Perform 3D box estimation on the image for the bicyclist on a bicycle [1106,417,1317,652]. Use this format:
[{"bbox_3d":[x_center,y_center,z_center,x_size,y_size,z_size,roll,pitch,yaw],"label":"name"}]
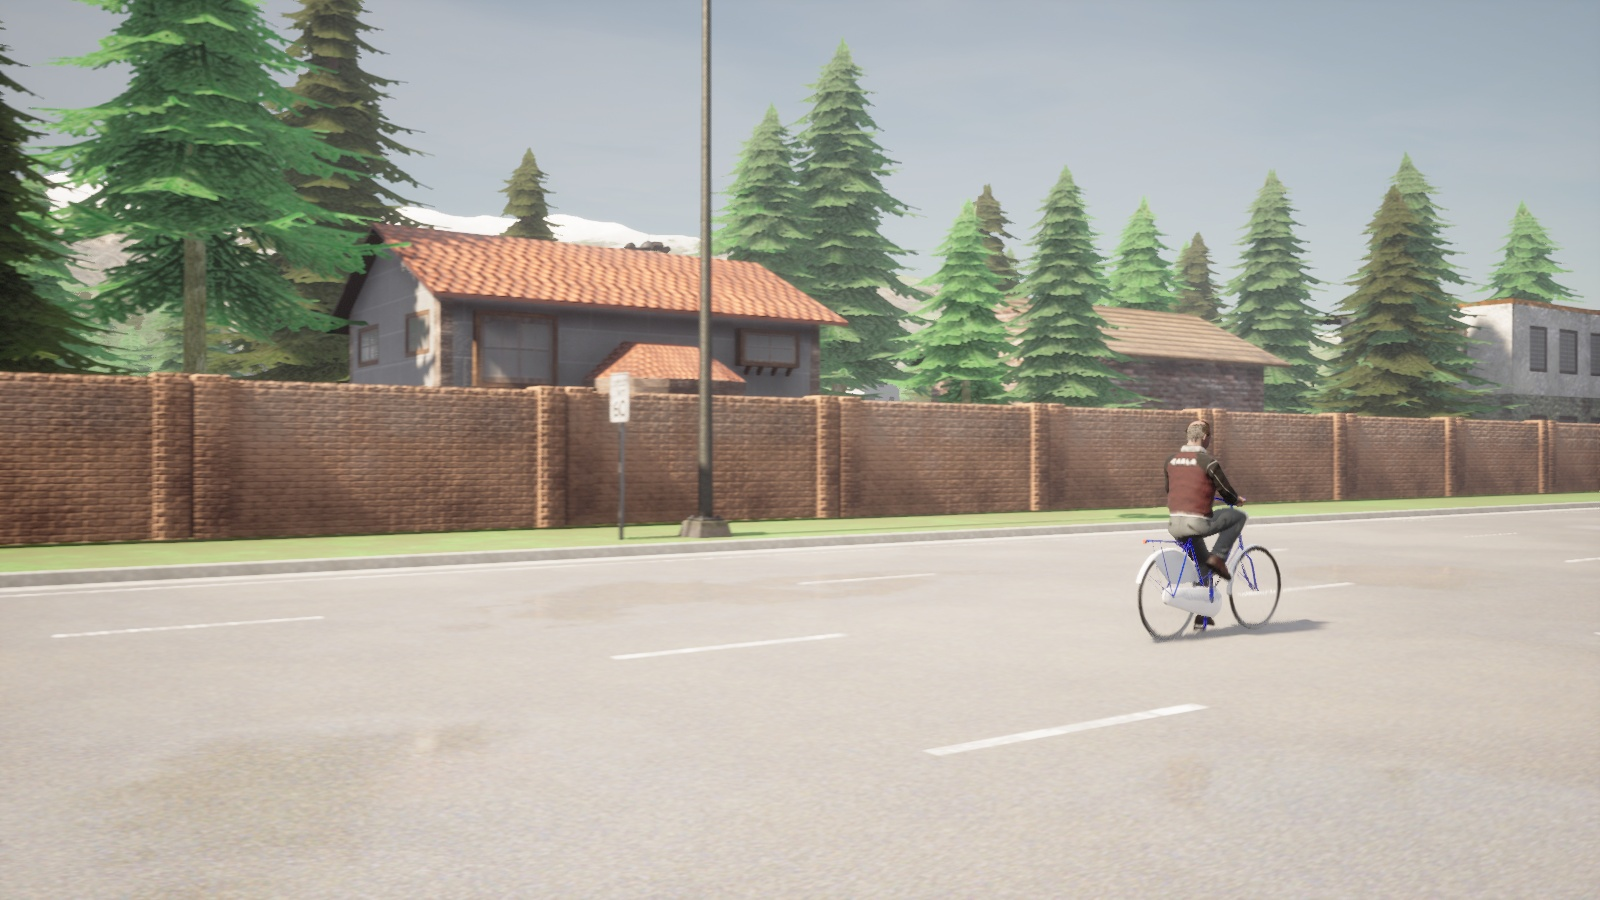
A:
[{"bbox_3d":[3.395,0.633,10.288,1.843,1.776,0.659,0,0,-35],"label":"bicyclist on a bicycle"}]
